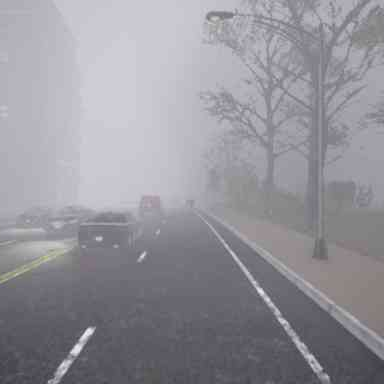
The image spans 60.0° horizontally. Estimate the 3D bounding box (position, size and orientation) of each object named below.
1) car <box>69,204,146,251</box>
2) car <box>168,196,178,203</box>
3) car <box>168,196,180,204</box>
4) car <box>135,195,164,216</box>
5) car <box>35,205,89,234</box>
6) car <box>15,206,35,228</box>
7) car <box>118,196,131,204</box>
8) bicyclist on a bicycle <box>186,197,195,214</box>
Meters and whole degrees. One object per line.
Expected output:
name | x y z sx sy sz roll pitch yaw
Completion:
car | -3.345 1.512 14.254 1.882 1.535 5.008 0 0 -1
car | -4.511 1.683 77.770 2.033 1.411 5.357 0 0 -7
car | -3.463 1.692 68.259 1.994 1.385 4.181 0 0 -5
car | -4.015 1.293 32.934 2.150 2.045 5.566 0 0 -3
car | -6.935 1.540 19.494 2.128 1.511 4.902 0 0 -2
car | -10.291 1.622 22.781 1.994 1.385 4.181 0 0 -2
car | -12.822 1.490 63.197 2.097 1.767 4.553 0 0 -5
bicyclist on a bicycle | -0.023 1.439 34.150 0.659 1.776 1.843 0 0 -3
